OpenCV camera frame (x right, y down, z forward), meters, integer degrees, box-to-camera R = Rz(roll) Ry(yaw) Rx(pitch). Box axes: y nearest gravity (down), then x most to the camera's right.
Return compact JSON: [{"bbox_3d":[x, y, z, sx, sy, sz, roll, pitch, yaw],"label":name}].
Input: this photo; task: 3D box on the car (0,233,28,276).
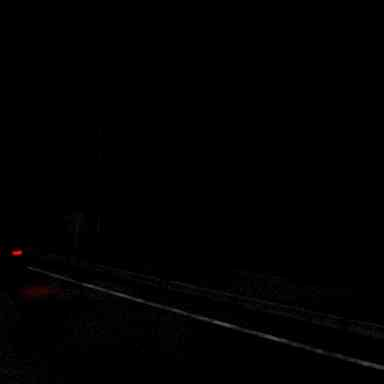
[{"bbox_3d":[-6.574,1.560,9.289,5.357,1.411,2.033,0,0,40],"label":"car"}]
